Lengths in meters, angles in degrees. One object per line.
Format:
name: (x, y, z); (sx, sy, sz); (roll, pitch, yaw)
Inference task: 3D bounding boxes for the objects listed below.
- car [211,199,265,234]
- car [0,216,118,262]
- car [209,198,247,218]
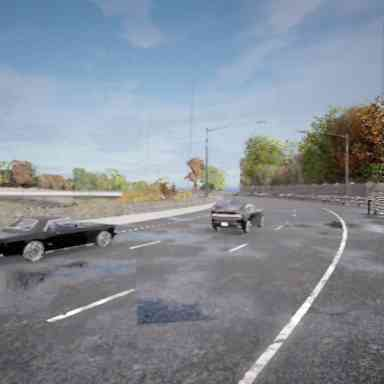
car: (2.667, 1.339, 18.382); (2.128, 1.511, 4.902); (0, 1, 26)
car: (-4.855, 1.480, 11.720); (1.895, 1.301, 4.718); (0, 1, 31)
car: (3.194, 1.309, 28.621); (2.033, 1.411, 5.357); (0, 1, 20)
